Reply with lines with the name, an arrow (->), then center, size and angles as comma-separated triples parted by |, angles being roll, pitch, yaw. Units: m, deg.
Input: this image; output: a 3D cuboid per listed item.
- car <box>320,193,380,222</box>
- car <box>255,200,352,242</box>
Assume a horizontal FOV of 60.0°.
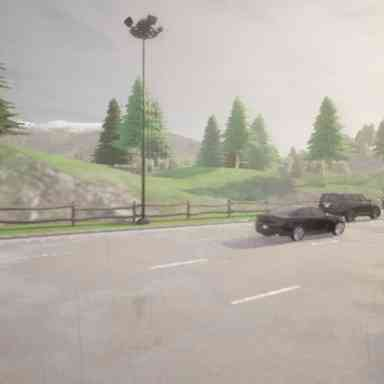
car -> 11.501, 1.062, 24.378 | 5.566, 2.045, 2.150 | 0, 1, -34
car -> 5.217, 1.361, 15.822 | 5.008, 1.535, 1.882 | 0, 1, -34
